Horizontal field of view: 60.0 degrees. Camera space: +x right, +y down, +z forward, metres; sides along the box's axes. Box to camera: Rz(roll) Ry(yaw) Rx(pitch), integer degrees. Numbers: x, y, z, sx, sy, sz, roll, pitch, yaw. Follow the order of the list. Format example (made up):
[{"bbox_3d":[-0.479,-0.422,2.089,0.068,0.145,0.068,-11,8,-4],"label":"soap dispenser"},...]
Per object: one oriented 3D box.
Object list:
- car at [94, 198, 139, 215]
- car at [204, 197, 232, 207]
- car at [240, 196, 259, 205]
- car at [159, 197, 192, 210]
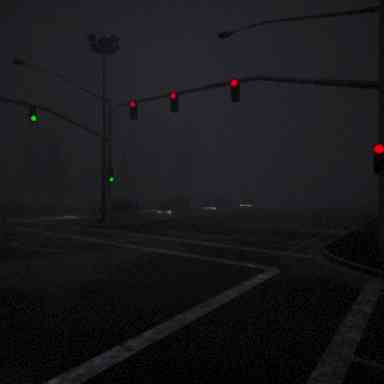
[{"bbox_3d":[-7.315,1.368,32.608,2.128,1.511,4.902,0,0,35],"label":"car"},{"bbox_3d":[3.906,1.425,48.681,2.033,1.411,5.357,0,0,35],"label":"car"},{"bbox_3d":[9.980,1.442,57.329,1.994,1.385,4.181,0,0,35],"label":"car"},{"bbox_3d":[-1.945,1.382,40.270,1.837,1.490,4.892,0,0,35],"label":"car"}]
